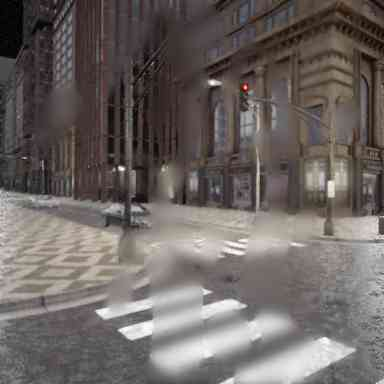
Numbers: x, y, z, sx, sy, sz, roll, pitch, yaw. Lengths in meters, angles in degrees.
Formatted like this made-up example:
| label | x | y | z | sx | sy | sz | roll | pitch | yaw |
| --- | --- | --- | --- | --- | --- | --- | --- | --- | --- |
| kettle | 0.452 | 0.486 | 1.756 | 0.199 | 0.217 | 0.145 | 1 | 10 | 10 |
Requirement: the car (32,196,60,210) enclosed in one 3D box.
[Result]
| label | x | y | z | sx | sy | sz | roll | pitch | yaw |
| --- | --- | --- | --- | --- | --- | --- | --- | --- | --- |
| car | -15.349 | 1.090 | 34.879 | 1.895 | 1.301 | 4.718 | 1 | 1 | -36 |

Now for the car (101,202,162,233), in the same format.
| label | x | y | z | sx | sy | sz | roll | pitch | yaw |
| --- | --- | --- | --- | --- | --- | --- | --- | --- | --- |
| car | -3.466 | 1.328 | 18.395 | 1.812 | 1.442 | 4.674 | 1 | 1 | -38 |
